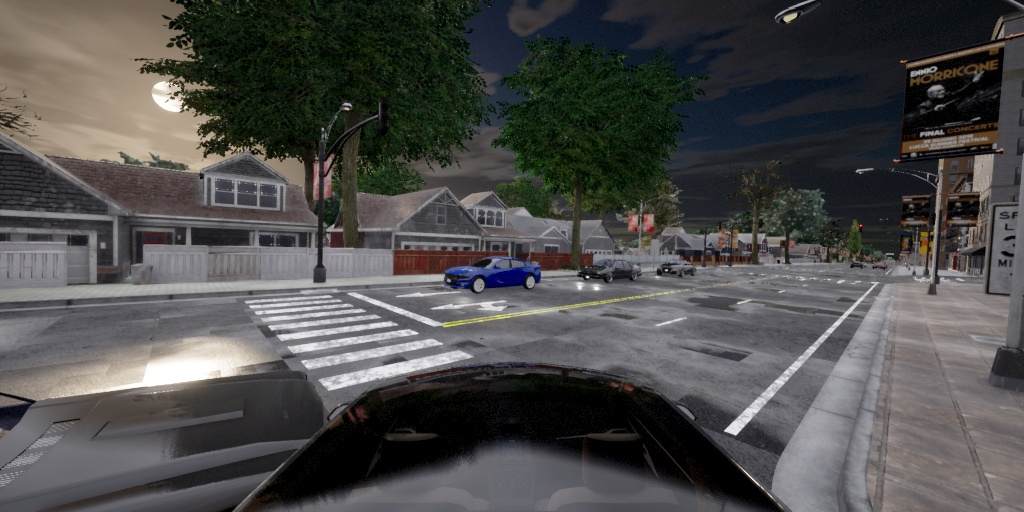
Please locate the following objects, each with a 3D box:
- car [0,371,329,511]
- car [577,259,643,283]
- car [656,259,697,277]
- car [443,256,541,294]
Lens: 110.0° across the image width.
[{"bbox_3d":[-3.322,1.279,1.524,4.718,1.301,1.895,1,2,-33],"label":"car"},{"bbox_3d":[6.530,0.900,23.415,5.357,1.411,2.033,0,3,-43],"label":"car"},{"bbox_3d":[13.879,0.980,30.175,4.181,1.385,1.994,0,3,-43],"label":"car"},{"bbox_3d":[-0.788,0.770,16.656,5.008,1.535,1.882,0,3,-43],"label":"car"}]
